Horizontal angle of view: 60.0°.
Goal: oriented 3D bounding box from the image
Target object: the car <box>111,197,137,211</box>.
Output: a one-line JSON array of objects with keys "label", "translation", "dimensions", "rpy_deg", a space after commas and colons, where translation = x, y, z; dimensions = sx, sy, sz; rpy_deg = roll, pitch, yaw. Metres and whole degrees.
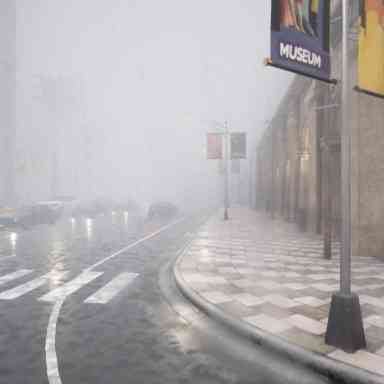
[{"label": "car", "translation": [-8.130, 1.526, 40.872], "dimensions": [1.812, 1.442, 4.674], "rpy_deg": [0, 0, 7]}]

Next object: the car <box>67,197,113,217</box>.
[{"label": "car", "translation": [-9.396, 1.526, 31.063], "dimensions": [1.812, 1.442, 4.674], "rpy_deg": [0, 0, 7]}]

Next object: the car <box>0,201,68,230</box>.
[{"label": "car", "translation": [-10.540, 1.547, 21.705], "dimensions": [2.033, 1.411, 5.357], "rpy_deg": [0, 0, 7]}]

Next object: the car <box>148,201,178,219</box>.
[{"label": "car", "translation": [-2.479, 1.587, 29.190], "dimensions": [1.837, 1.490, 4.892], "rpy_deg": [0, 0, 7]}]

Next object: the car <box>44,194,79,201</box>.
[{"label": "car", "translation": [-12.780, 1.221, 32.238], "dimensions": [2.150, 2.045, 5.566], "rpy_deg": [0, 0, 7]}]
